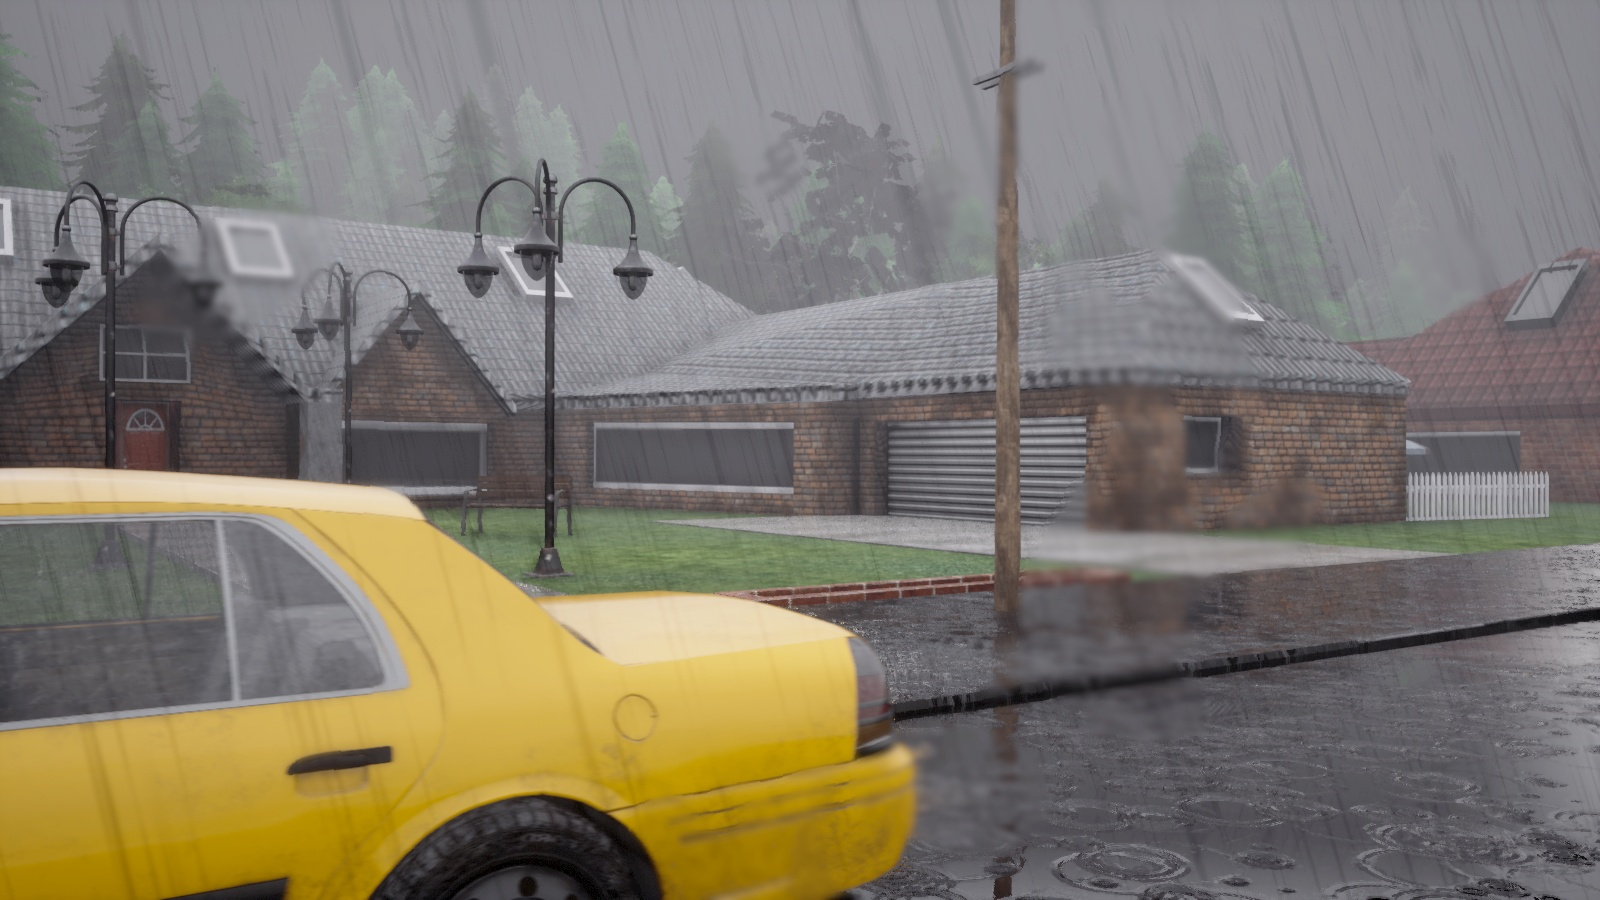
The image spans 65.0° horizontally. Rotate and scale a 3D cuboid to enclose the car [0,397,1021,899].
[{"bbox_3d":[-2.103,0.695,2.861,5.366,1.575,1.801,0,0,-34],"label":"car"}]
